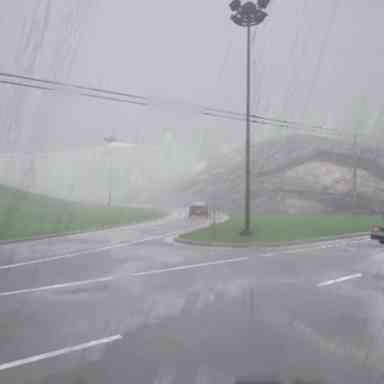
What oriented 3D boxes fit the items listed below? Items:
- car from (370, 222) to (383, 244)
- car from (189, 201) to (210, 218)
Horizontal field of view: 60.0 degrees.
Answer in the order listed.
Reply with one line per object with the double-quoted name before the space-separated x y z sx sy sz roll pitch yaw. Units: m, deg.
"car" 10.383 1.709 15.452 5.357 1.411 2.033 1 0 -35
"car" 0.803 1.661 32.768 1.882 1.535 5.008 1 0 5
